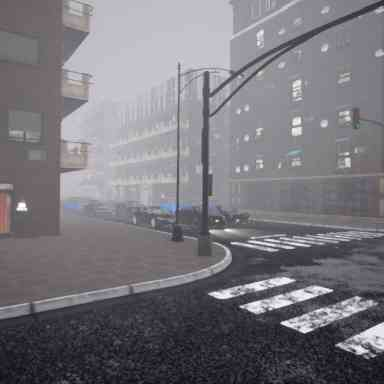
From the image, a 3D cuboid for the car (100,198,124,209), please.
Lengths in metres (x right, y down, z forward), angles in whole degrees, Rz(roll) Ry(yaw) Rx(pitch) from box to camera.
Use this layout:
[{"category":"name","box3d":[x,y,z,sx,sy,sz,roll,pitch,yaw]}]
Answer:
[{"category":"car","box3d":[-11.877,1.682,49.086,1.887,1.381,4.507,1,-1,-35]}]

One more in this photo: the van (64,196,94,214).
[{"category":"van","box3d":[-11.989,1.360,35.403,1.690,1.788,3.998,1,-1,-35]}]

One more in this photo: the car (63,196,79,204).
[{"category":"car","box3d":[-24.610,1.613,67.487,1.967,1.590,4.097,1,-1,-35]}]

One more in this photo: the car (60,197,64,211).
[{"category":"car","box3d":[-15.174,1.580,40.001,2.008,1.369,4.403,1,-1,-35]}]

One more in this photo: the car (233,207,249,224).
[{"category":"car","box3d":[1.929,1.654,24.388,1.895,1.301,4.718,1,-1,-32]}]

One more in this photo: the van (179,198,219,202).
[{"category":"van","box3d":[0.858,1.438,30.686,1.690,1.788,3.998,1,-1,-35]}]

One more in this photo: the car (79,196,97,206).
[{"category":"car","box3d":[-18.243,1.596,58.287,1.967,1.590,4.097,1,-1,-35]}]

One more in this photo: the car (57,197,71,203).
[{"category":"car","box3d":[-27.794,1.726,72.087,1.887,1.381,4.507,1,-1,-35]}]

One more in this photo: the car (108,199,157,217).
[{"category":"car","box3d":[-5.517,1.527,30.381,2.128,1.511,4.902,1,-1,-35]}]

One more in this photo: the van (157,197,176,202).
[{"category":"van","box3d":[-2.326,1.449,35.286,1.690,1.788,3.998,1,-1,-35]}]

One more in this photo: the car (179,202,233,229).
[{"category":"car","box3d":[0.388,1.580,21.845,1.994,1.385,4.181,1,-1,-35]}]

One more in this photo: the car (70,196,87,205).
[{"category":"car","box3d":[-21.426,1.605,62.887,1.967,1.590,4.097,1,-1,-35]}]

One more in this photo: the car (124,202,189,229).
[{"category":"car","box3d":[-2.440,1.539,21.600,2.008,1.369,4.403,1,-1,-35]}]

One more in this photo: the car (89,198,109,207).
[{"category":"car","box3d":[-15.061,1.729,53.685,1.802,1.307,4.206,1,-1,-35]}]

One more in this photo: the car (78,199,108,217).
[{"category":"car","box3d":[-8.807,1.591,30.801,1.802,1.307,4.206,1,-1,-35]}]
